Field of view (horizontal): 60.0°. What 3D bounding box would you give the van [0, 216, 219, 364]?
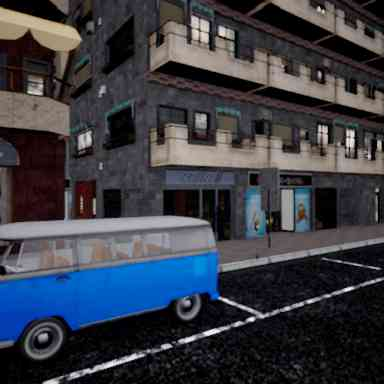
[{"bbox_3d":[-1.423,1.339,5.554,3.998,1.788,1.690,0,0,-35],"label":"van"}]
